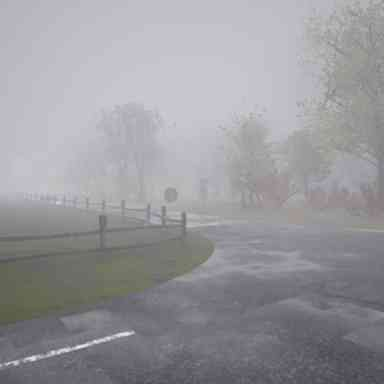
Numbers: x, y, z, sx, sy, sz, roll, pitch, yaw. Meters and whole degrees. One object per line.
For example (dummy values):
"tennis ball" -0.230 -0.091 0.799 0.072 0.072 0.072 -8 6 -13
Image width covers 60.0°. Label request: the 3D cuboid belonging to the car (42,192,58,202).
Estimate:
"car" -22.926 0.743 53.207 1.812 1.442 4.674 -1 1 -36
